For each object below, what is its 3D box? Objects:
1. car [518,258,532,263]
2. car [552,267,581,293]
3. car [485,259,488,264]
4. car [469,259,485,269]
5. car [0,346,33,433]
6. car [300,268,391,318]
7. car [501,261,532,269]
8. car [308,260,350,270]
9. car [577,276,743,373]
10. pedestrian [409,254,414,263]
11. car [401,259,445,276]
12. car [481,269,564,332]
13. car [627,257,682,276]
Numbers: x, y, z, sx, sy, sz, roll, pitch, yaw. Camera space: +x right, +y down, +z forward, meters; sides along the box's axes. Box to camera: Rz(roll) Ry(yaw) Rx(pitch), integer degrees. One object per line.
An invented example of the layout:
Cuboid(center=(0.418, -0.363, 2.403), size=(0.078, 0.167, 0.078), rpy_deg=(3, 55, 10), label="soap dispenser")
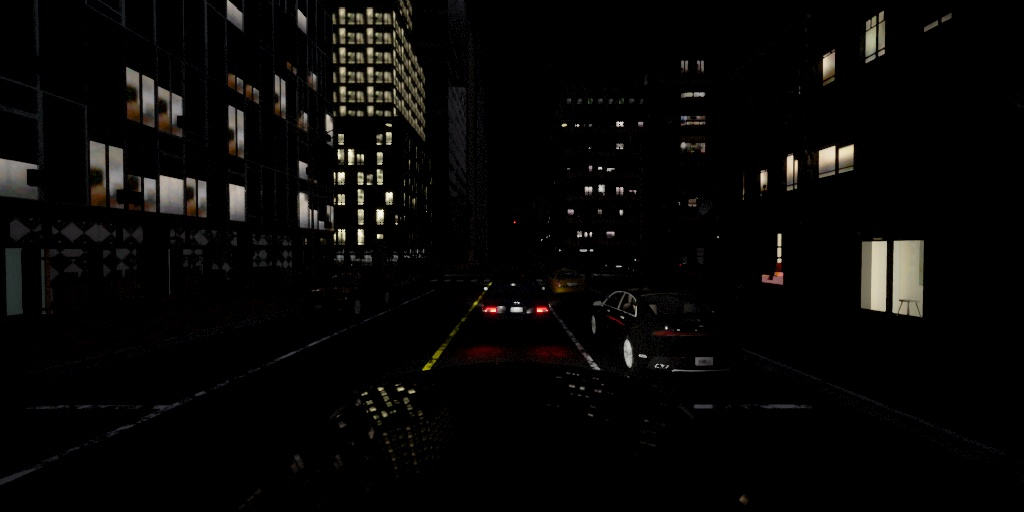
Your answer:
Cuboid(center=(2.577, 1.288, 62.305), size=(2.007, 1.370, 4.403), rpy_deg=(0, 0, 0), label="car")
Cuboid(center=(2.786, 1.271, 18.866), size=(1.751, 1.417, 4.829), rpy_deg=(0, 0, 0), label="car")
Cuboid(center=(-5.803, 1.303, 62.290), size=(1.948, 1.339, 4.313), rpy_deg=(0, 0, 0), label="car")
Cuboid(center=(-5.793, 1.263, 56.466), size=(1.751, 1.417, 4.829), rpy_deg=(0, 0, 0), label="car")
Cuboid(center=(-5.796, 1.300, 1.804), size=(2.007, 1.370, 4.403), rpy_deg=(0, 0, 0), label="car")
Cuboid(center=(-5.843, 1.292, 13.094), size=(1.888, 1.381, 4.507), rpy_deg=(0, 0, 0), label="car")
Cuboid(center=(0.057, 1.249, 21.267), size=(1.837, 1.490, 4.892), rpy_deg=(0, 0, 0), label="car")
Cuboid(center=(-21.742, 1.026, 42.288), size=(4.829, 1.417, 1.751), rpy_deg=(0, 0, 1), label="car")
Cuboid(center=(2.807, 1.299, 7.407), size=(2.007, 1.370, 4.403), rpy_deg=(0, 0, 0), label="car")
Cuboid(center=(-12.629, 0.669, 45.140), size=(0.375, 1.860, 0.375), rpy_deg=(0, 0, 1), label="pedestrian")
Cuboid(center=(-9.249, 1.074, 37.193), size=(4.553, 1.767, 2.097), rpy_deg=(1, 0, -10), label="car")
Cuboid(center=(0.085, 1.295, 10.845), size=(2.033, 1.411, 5.357), rpy_deg=(0, 0, 0), label="car")
Cuboid(center=(15.565, 1.081, 39.265), size=(5.566, 2.045, 2.150), rpy_deg=(1, 1, 1), label="car")
